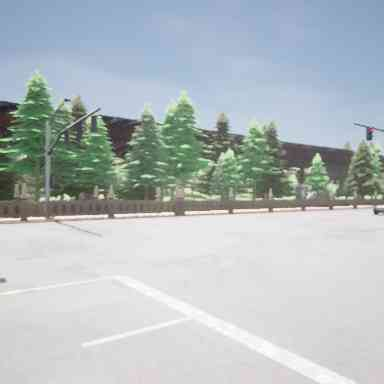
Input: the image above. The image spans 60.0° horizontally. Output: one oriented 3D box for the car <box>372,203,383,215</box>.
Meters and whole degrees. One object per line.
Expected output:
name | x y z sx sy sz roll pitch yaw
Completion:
car | 22.073 1.873 36.992 4.718 1.301 1.895 0 0 -36
